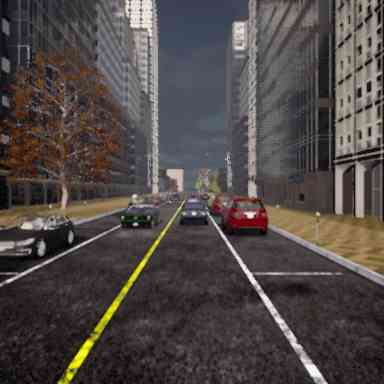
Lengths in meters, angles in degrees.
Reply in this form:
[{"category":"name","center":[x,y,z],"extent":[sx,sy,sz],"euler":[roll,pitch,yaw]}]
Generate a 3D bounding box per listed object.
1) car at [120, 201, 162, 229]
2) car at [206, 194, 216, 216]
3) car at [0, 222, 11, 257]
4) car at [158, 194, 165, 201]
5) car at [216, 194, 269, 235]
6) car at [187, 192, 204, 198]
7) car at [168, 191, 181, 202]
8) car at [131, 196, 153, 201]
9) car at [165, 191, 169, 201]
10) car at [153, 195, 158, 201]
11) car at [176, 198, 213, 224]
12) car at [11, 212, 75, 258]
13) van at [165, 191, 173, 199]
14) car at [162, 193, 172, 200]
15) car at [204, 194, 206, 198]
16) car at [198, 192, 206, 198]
[{"category":"car","center":[-3.085,1.452,20.441],"extent":[1.895,1.301,4.718],"euler":[0,0,0]},{"category":"car","center":[2.717,1.102,29.196],"extent":[2.192,1.841,5.009],"euler":[0,0,0]},{"category":"car","center":[-5.683,1.480,6.276],"extent":[1.752,1.417,4.829],"euler":[0,0,0]},{"category":"car","center":[-5.647,1.193,51.983],"extent":[1.802,1.307,4.206],"euler":[0,0,0]},{"category":"car","center":[2.708,1.186,17.811],"extent":[2.192,1.841,5.009],"euler":[0,0,0]},{"category":"car","center":[0.135,1.119,42.134],"extent":[2.033,1.649,4.856],"euler":[0,1,0]},{"category":"car","center":[-2.981,1.030,62.449],"extent":[1.837,1.490,4.892],"euler":[0,0,1]},{"category":"car","center":[-5.660,1.294,34.908],"extent":[2.008,1.369,4.403],"euler":[0,0,0]},{"category":"car","center":[-5.638,1.070,63.368],"extent":[2.008,1.369,4.403],"euler":[0,0,0]},{"category":"car","center":[-5.656,1.266,40.600],"extent":[1.947,1.339,4.313],"euler":[0,0,0]},{"category":"car","center":[0.118,1.380,23.157],"extent":[2.033,1.411,5.357],"euler":[0,0,0]},{"category":"car","center":[-5.678,1.463,12.139],"extent":[2.008,1.369,4.403],"euler":[0,0,0]},{"category":"van","center":[-5.624,0.721,80.443],"extent":[1.690,1.788,3.998],"euler":[0,0,0]},{"category":"car","center":[-5.629,0.972,74.752],"extent":[1.887,1.381,4.507],"euler":[0,0,0]},{"category":"car","center":[2.725,1.225,40.750],"extent":[1.752,1.417,4.829],"euler":[0,0,0]},{"category":"car","center":[2.765,0.726,91.806],"extent":[1.967,1.590,4.097],"euler":[0,0,0]}]
